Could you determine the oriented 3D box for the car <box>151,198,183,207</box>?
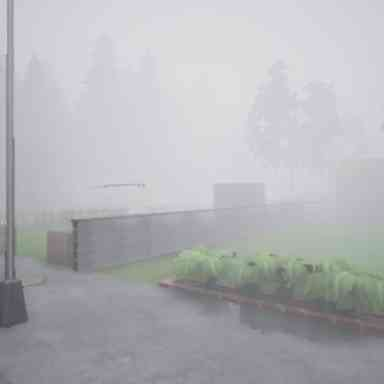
[{"bbox_3d":[-3.455,1.611,46.948,2.033,1.411,5.357,0,0,36],"label":"car"}]
